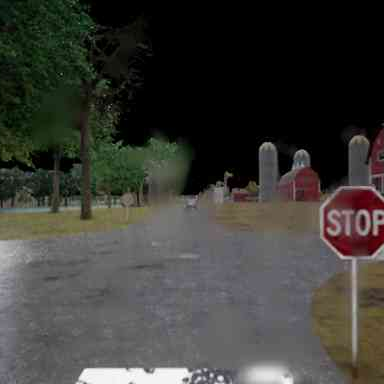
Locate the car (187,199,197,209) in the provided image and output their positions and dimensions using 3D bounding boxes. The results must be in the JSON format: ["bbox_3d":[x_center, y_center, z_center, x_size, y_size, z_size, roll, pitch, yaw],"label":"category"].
[{"bbox_3d":[-0.035,2.265,60.195,2.128,1.511,4.902,0,-1,0],"label":"car"}]

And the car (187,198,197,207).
[{"bbox_3d":[-0.041,2.192,70.590,2.097,1.767,4.553,0,-1,0],"label":"car"}]
